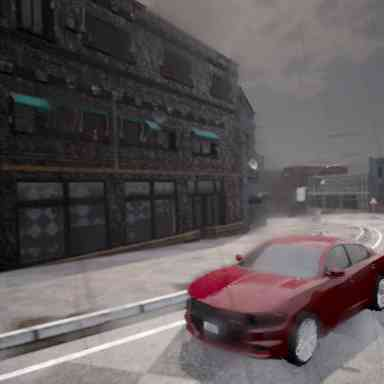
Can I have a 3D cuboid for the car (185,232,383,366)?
[{"bbox_3d":[2.055,1.587,6.232,5.008,1.535,1.882,1,-2,-44],"label":"car"}]
